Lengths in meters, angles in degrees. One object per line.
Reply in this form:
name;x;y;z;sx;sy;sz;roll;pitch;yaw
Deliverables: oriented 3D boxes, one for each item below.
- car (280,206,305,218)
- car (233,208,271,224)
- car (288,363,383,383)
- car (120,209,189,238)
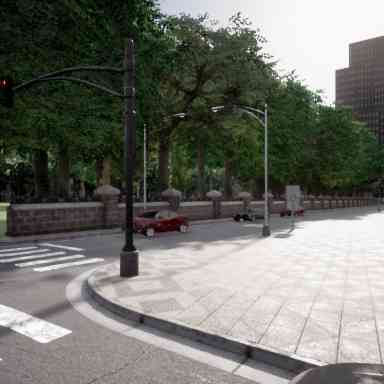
car;12.423;2.350;40.974;1.882;1.535;5.008;0;0;36
car;5.720;2.228;31.538;1.895;1.301;4.718;0;-1;35
car;2.371;1.551;1.272;4.403;1.369;2.008;0;0;36
car;-2.143;1.823;20.416;1.882;1.535;5.008;0;-2;35
